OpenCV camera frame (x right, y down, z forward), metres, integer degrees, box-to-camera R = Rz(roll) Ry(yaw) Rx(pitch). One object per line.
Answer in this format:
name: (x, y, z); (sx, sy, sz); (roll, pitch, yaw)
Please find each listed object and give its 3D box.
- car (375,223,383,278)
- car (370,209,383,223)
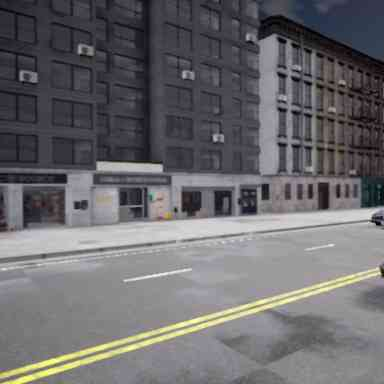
car: (6.723, 1.497, 8.235); (5.357, 1.411, 2.033); (0, 0, -35)
car: (13.613, 1.424, 21.378); (5.357, 1.411, 2.033); (0, 0, -35)
